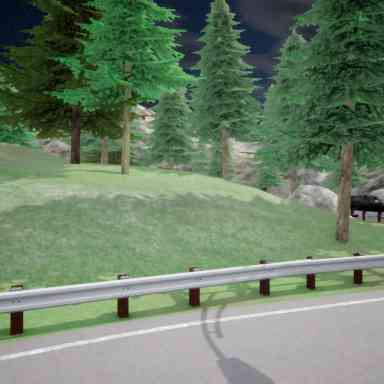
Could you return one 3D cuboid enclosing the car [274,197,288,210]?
[{"bbox_3d":[11.727,1.367,39.336,2.097,1.767,4.553,0,0,-20],"label":"car"}]

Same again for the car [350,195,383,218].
[{"bbox_3d":[15.612,1.238,27.797,2.150,2.045,5.566,0,0,-18],"label":"car"}]
